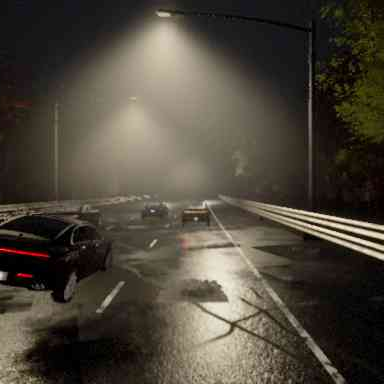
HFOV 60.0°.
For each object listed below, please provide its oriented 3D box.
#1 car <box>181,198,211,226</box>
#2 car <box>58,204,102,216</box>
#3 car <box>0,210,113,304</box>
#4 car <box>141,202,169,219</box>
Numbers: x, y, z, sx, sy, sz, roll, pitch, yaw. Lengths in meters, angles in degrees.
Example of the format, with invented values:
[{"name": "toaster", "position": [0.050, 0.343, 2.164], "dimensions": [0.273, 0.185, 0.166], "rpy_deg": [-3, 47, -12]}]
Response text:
[{"name": "car", "position": [0.277, 1.443, 23.029], "dimensions": [2.128, 1.511, 4.902], "rpy_deg": [0, 0, 1]}, {"name": "car", "position": [-6.723, 1.461, 19.674], "dimensions": [2.128, 1.511, 4.902], "rpy_deg": [0, 0, 0]}, {"name": "car", "position": [-3.231, 1.357, 8.103], "dimensions": [1.837, 1.490, 4.892], "rpy_deg": [10, -4, 1]}, {"name": "car", "position": [-3.127, 1.507, 28.820], "dimensions": [1.994, 1.385, 4.181], "rpy_deg": [0, 0, 1]}]
